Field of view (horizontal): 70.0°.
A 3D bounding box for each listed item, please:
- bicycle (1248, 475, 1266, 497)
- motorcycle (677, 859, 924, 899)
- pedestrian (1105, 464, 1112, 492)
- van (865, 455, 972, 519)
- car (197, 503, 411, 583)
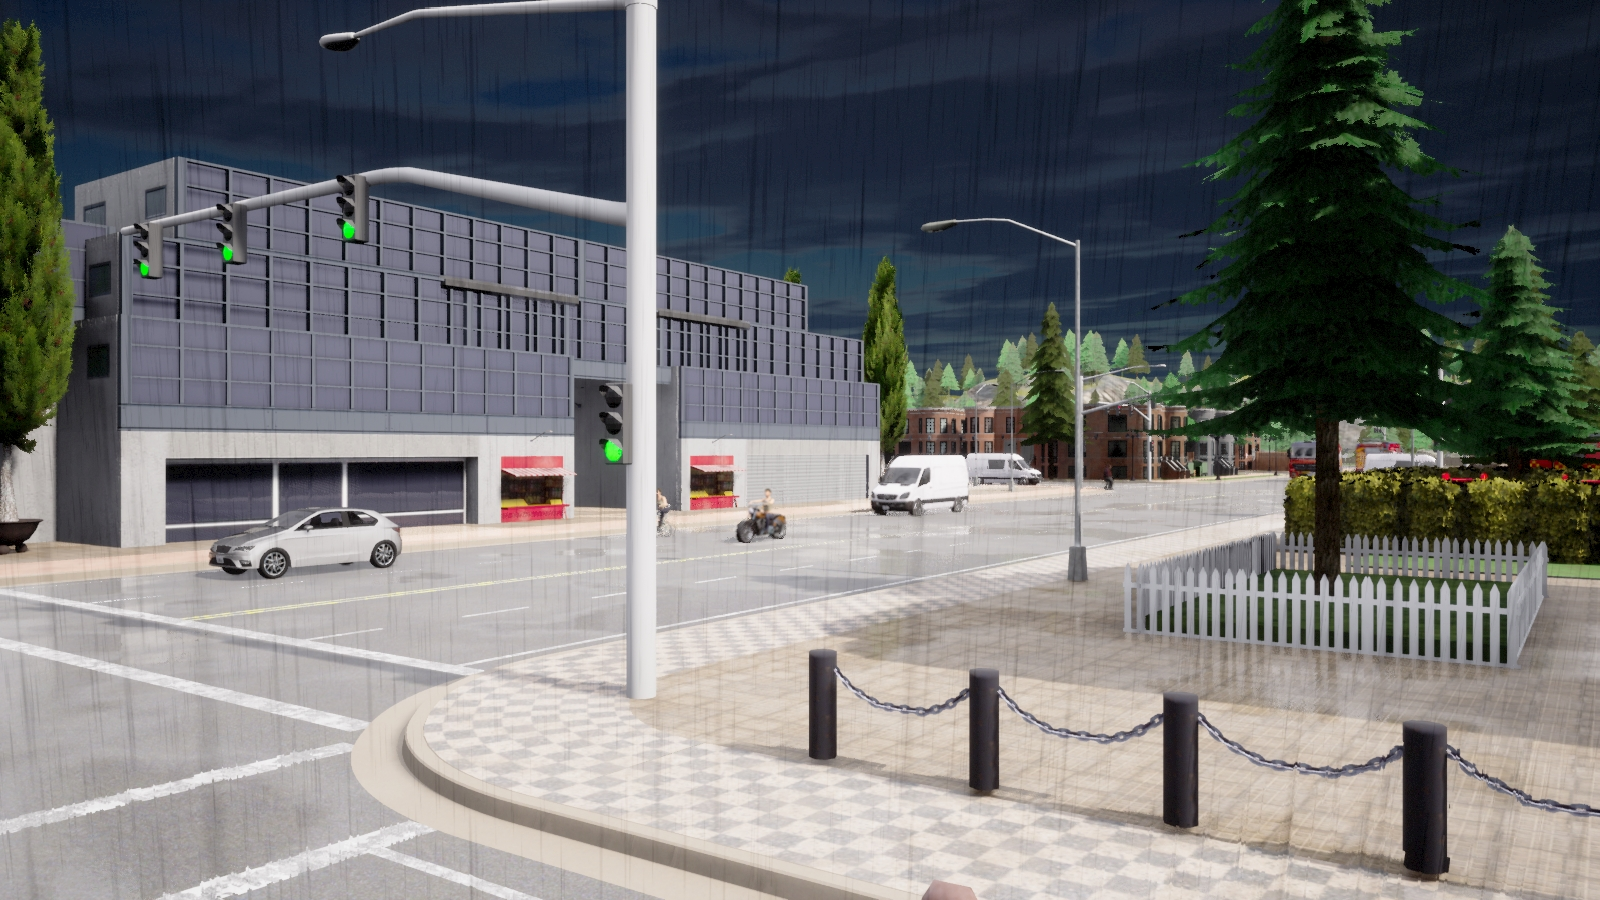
[{"bbox_3d":[27.526,2.158,68.793,0.859,1.276,1.487,0,0,29],"label":"bicycle"},{"bbox_3d":[0.509,2.205,3.428,2.209,1.251,0.867,0,0,35],"label":"motorcycle"},{"bbox_3d":[20.460,1.848,75.857,0.375,1.860,0.375,0,0,31],"label":"pedestrian"},{"bbox_3d":[5.260,1.534,49.879,1.988,2.561,5.915,0,0,35],"label":"van"},{"bbox_3d":[-11.323,2.066,26.349,1.816,1.474,4.193,0,0,35],"label":"car"}]
